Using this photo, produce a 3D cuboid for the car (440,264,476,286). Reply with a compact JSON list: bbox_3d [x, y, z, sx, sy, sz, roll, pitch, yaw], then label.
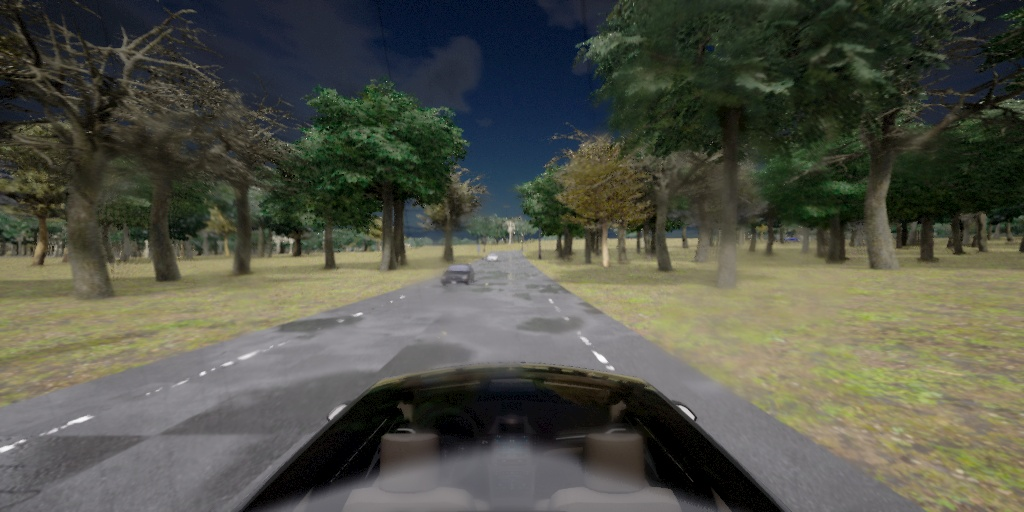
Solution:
[{"bbox_3d":[-3.613,1.241,24.974,2.033,1.411,5.357,0,1,0],"label":"car"}]
